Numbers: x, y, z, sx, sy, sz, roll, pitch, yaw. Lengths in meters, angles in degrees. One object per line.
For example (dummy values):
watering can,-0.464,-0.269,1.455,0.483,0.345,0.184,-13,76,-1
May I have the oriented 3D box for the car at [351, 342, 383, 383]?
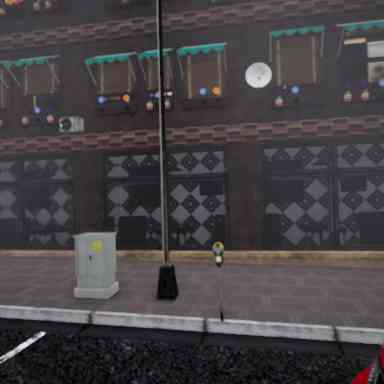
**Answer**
car,3.641,1.215,1.200,5.566,2.045,2.150,0,0,10
